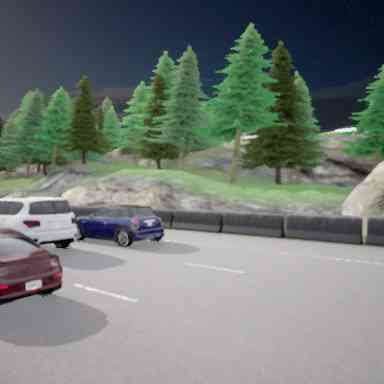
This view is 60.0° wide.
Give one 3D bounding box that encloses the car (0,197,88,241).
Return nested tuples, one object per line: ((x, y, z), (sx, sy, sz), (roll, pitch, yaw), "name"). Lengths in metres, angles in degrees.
((-6.901, 1.217, 13.218), (5.566, 2.045, 2.150), (0, 0, 36), "car")

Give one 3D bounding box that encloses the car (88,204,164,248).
((-3.485, 1.349, 15.077), (4.553, 1.767, 2.097), (0, 0, 36), "car")

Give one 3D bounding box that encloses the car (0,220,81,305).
((-4.744, 1.523, 7.376), (4.674, 1.442, 1.812), (0, 0, 36), "car")
